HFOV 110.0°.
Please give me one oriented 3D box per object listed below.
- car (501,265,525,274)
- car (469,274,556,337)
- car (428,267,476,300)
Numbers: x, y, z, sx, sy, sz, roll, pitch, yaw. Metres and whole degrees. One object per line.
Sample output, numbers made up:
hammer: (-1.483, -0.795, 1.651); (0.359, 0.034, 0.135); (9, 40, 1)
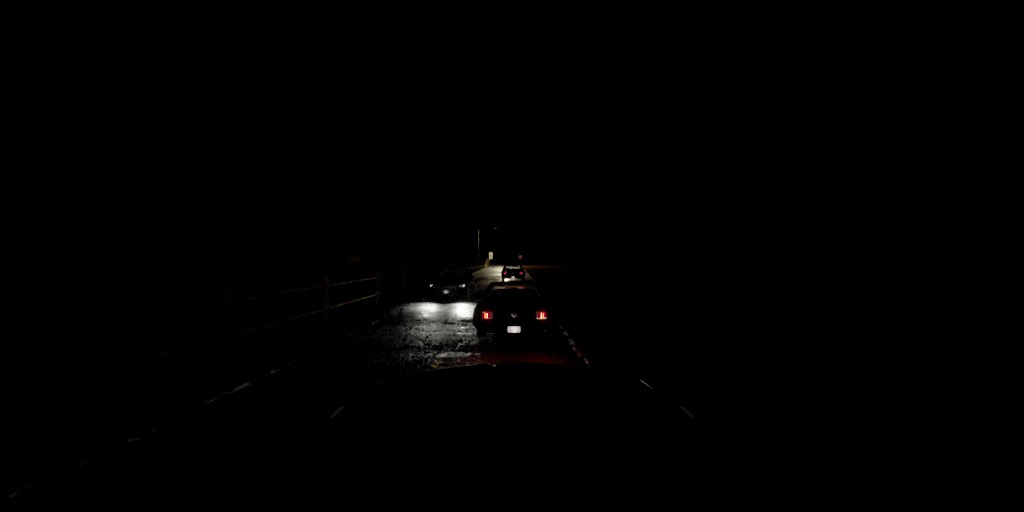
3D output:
car: (0.084, 1.368, 29.955); (1.895, 1.301, 4.718); (0, 0, 0)
car: (0.062, 1.353, 10.221); (1.895, 1.301, 4.718); (0, 0, 0)
car: (-2.850, 1.282, 17.795); (1.812, 1.442, 4.674); (0, 0, 0)
